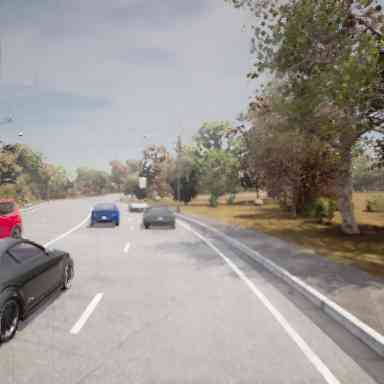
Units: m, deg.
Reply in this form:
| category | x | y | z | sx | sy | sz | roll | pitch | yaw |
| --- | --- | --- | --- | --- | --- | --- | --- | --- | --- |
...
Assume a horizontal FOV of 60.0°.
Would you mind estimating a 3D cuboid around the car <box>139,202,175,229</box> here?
| category | x | y | z | sx | sy | sz | roll | pitch | yaw |
| --- | --- | --- | --- | --- | --- | --- | --- | --- | --- |
| car | -2.272 | 1.597 | 22.190 | 1.994 | 1.385 | 4.181 | 0 | 0 | -10 |

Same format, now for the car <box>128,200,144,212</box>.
| category | x | y | z | sx | sy | sz | roll | pitch | yaw |
| --- | --- | --- | --- | --- | --- | --- | --- | --- | --- |
| car | -6.543 | 1.664 | 39.938 | 1.895 | 1.301 | 4.718 | 0 | 0 | -16 |

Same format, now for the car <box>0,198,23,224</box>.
| category | x | y | z | sx | sy | sz | roll | pitch | yaw |
| --- | --- | --- | --- | --- | --- | --- | --- | --- | --- |
| car | -7.864 | 1.257 | 11.604 | 2.150 | 2.045 | 5.566 | 0 | 0 | -6 |

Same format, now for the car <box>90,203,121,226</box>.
| category | x | y | z | sx | sy | sz | roll | pitch | yaw |
| --- | --- | --- | --- | --- | --- | --- | --- | --- | --- |
| car | -6.167 | 1.521 | 23.959 | 1.882 | 1.535 | 5.008 | 0 | 0 | -11 |

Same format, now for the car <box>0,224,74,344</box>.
| category | x | y | z | sx | sy | sz | roll | pitch | yaw |
| --- | --- | --- | --- | --- | --- | --- | --- | --- | --- |
| car | -3.765 | 1.583 | 6.388 | 1.994 | 1.385 | 4.181 | 0 | 0 | -3 |
